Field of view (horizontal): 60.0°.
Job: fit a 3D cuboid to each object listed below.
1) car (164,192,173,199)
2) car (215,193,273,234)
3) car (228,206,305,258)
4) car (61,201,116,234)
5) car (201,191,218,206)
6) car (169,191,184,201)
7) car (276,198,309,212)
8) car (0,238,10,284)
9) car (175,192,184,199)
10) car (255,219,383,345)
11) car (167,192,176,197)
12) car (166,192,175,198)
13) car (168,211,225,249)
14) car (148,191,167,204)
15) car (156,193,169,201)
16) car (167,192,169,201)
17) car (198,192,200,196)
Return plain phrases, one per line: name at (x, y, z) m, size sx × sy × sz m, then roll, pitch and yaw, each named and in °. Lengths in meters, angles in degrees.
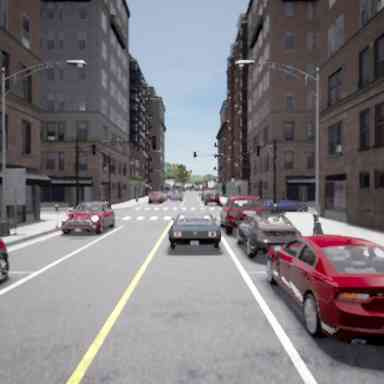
car at (-5.410, 0.772, 77.786) m, size 1.887 × 1.381 × 4.507 m, roll 0°, pitch 1°, yaw 0°
car at (2.637, 1.139, 17.710) m, size 2.192 × 1.841 × 5.009 m, roll 0°, pitch 1°, yaw 0°
car at (2.637, 1.431, 12.030) m, size 2.008 × 1.369 × 4.403 m, roll 0°, pitch 1°, yaw 0°
car at (-5.388, 1.264, 17.710) m, size 1.967 × 1.590 × 4.097 m, roll 0°, pitch 1°, yaw 0°
car at (2.699, 0.871, 44.765) m, size 2.192 × 1.841 × 5.009 m, roll 0°, pitch 1°, yaw 0°
car at (-2.794, 0.760, 59.675) m, size 2.097 × 1.767 × 4.553 m, roll 0°, pitch 1°, yaw 1°
car at (8.012, 1.249, 29.254) m, size 4.181 × 1.385 × 1.994 m, roll 0°, pitch 0°, yaw -5°
car at (-5.388, 1.376, 6.346) m, size 1.967 × 1.590 × 4.097 m, roll 0°, pitch 1°, yaw 0°
car at (-2.753, 0.754, 74.870) m, size 1.837 × 1.490 × 4.892 m, roll 0°, pitch 1°, yaw 0°
car at (2.637, 1.481, 6.348) m, size 1.887 × 1.381 × 4.507 m, roll 0°, pitch 1°, yaw 0°
car at (-5.406, 0.668, 88.793) m, size 2.008 × 1.369 × 4.403 m, roll 0°, pitch 1°, yaw 0°
car at (-5.408, 0.717, 83.290) m, size 1.887 × 1.381 × 4.507 m, roll 0°, pitch 1°, yaw 0°
car at (0.098, 1.464, 13.720) m, size 1.895 × 1.301 × 4.718 m, roll 0°, pitch 1°, yaw 0°
car at (-5.421, 0.816, 50.267) m, size 2.192 × 1.841 × 5.009 m, roll 0°, pitch 1°, yaw 0°
car at (-5.417, 0.942, 61.276) m, size 2.008 × 1.369 × 4.403 m, roll 0°, pitch 1°, yaw 0°
car at (-5.419, 1.012, 55.772) m, size 1.947 × 1.339 × 4.313 m, roll 0°, pitch 1°, yaw 0°
car at (2.685, 0.707, 61.275) m, size 2.192 × 1.841 × 5.009 m, roll 0°, pitch 1°, yaw 0°
